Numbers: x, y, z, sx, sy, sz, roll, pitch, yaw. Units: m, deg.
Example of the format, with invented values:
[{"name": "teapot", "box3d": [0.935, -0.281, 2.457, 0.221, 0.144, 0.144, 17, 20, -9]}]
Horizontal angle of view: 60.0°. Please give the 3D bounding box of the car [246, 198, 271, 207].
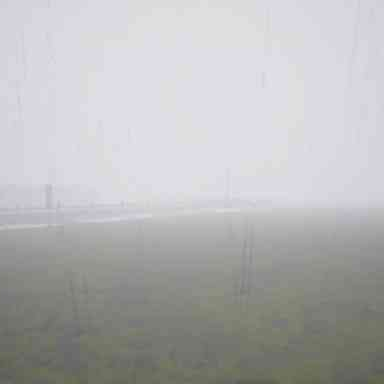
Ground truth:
[{"name": "car", "box3d": [10.659, 1.675, 53.505, 1.895, 1.301, 4.718, 0, 0, 44]}]
